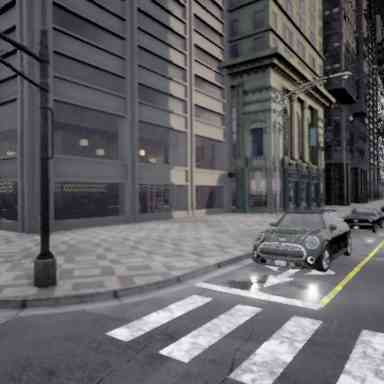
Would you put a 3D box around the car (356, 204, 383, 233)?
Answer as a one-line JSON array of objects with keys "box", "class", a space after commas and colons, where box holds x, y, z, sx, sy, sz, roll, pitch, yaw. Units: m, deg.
[{"box": [10.327, 1.653, 20.133, 1.895, 1.301, 4.718, -1, -1, 36], "class": "car"}]

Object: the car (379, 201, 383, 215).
[{"box": [21.121, 1.659, 35.002, 1.895, 1.301, 4.718, -1, -1, 36], "class": "car"}]

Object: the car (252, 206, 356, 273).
[{"box": [3.790, 1.401, 11.129, 2.097, 1.767, 4.553, -1, -1, 37], "class": "car"}]
